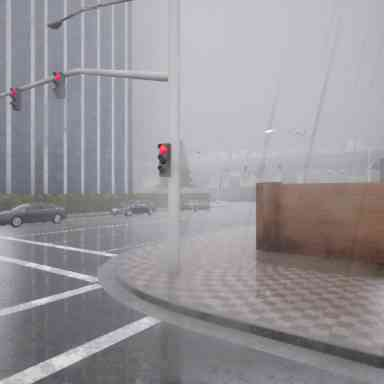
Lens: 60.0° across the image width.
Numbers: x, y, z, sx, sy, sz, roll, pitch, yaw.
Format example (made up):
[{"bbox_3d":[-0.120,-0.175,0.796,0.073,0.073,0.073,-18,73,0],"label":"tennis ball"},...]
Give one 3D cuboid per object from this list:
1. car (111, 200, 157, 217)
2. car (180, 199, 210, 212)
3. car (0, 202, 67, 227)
[{"bbox_3d":[-5.357,1.491,30.992,2.128,1.511,4.902,0,0,35],"label":"car"},{"bbox_3d":[0.415,1.564,39.099,1.994,1.385,4.181,0,0,35],"label":"car"},{"bbox_3d":[-11.062,1.505,22.959,1.837,1.490,4.892,0,0,35],"label":"car"}]
